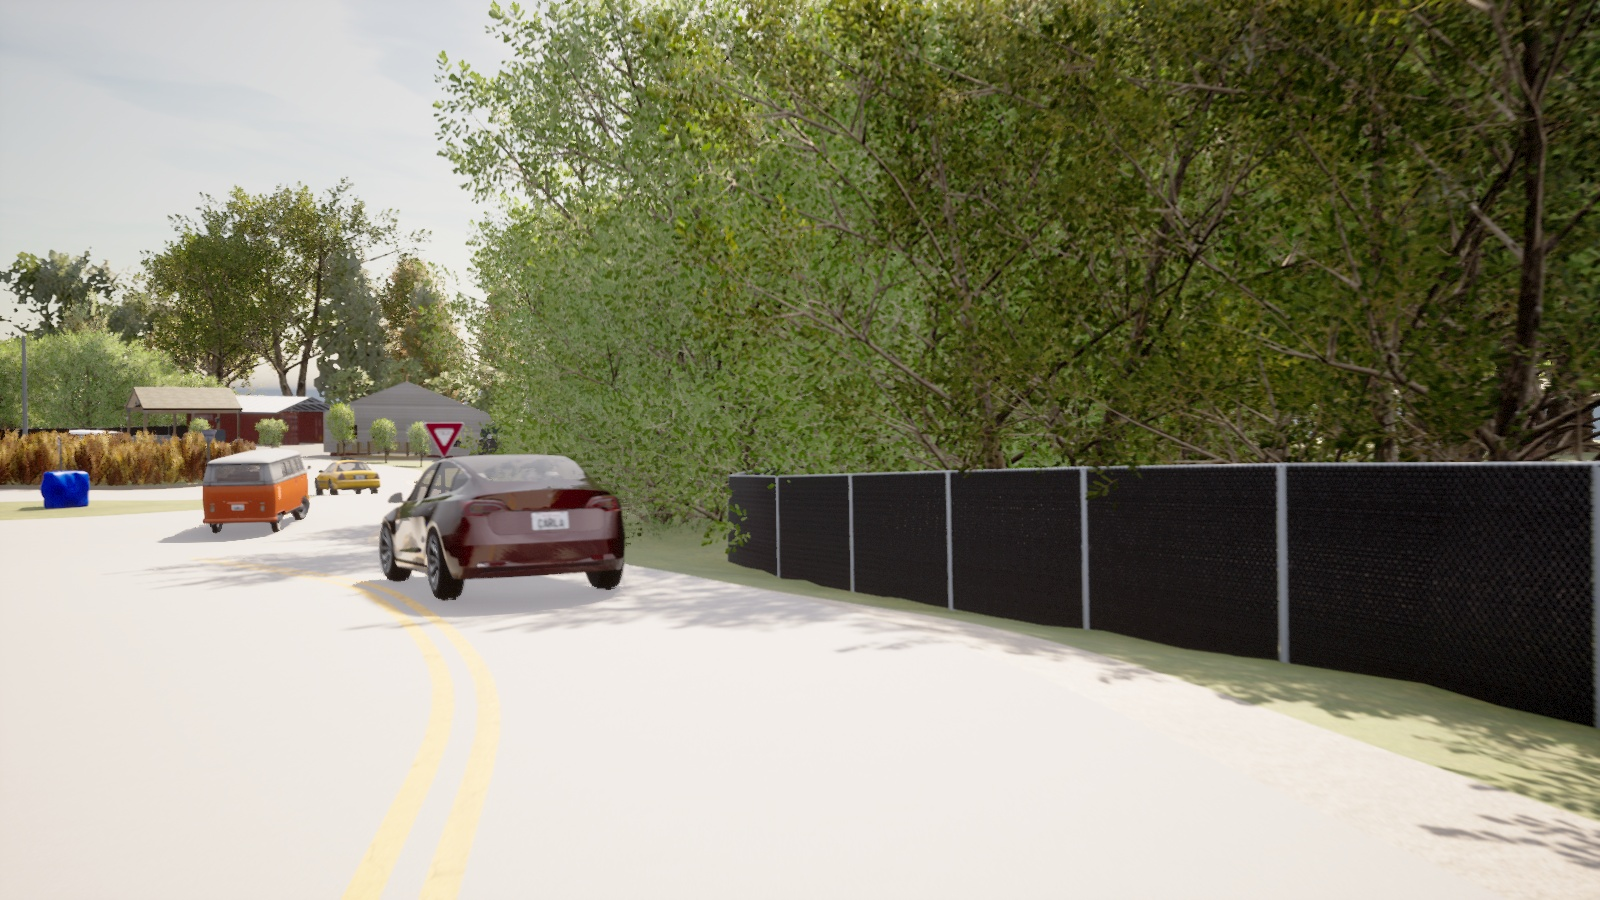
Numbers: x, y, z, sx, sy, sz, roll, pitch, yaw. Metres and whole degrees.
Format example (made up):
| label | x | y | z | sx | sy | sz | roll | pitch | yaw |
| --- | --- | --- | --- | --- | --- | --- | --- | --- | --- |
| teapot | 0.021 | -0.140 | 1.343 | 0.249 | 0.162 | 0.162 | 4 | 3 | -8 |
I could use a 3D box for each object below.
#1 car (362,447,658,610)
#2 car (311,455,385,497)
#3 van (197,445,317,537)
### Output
| label | x | y | z | sx | sy | sz | roll | pitch | yaw |
| --- | --- | --- | --- | --- | --- | --- | --- | --- | --- |
| car | -3.510 | 0.801 | 14.364 | 2.163 | 1.488 | 4.792 | -1 | -1 | -27 |
| car | -18.626 | 1.044 | 51.616 | 1.801 | 1.575 | 5.366 | -1 | 0 | -31 |
| van | -14.360 | 1.013 | 33.468 | 1.775 | 1.987 | 4.442 | -1 | 4 | -8 |
